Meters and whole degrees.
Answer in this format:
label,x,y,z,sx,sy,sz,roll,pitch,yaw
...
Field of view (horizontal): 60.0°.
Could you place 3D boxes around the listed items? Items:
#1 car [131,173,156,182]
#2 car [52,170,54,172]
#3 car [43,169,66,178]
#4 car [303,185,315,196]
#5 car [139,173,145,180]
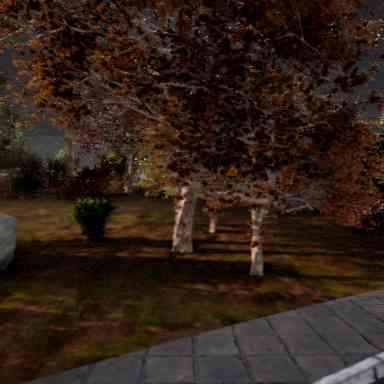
label,x,y,z,sx,sy,sz,roll,pitch,yaw
car,-11.406,-3.411,78.455,2.435,2.045,5.566,5,3,39
car,-30.480,-4.218,77.067,2.185,1.767,4.553,5,3,39
car,-32.632,-4.406,78.810,2.185,1.767,4.553,5,3,39
car,18.631,-0.322,54.132,2.163,1.488,4.792,6,4,39
car,-8.917,-2.334,59.686,2.185,1.767,4.553,5,3,39
